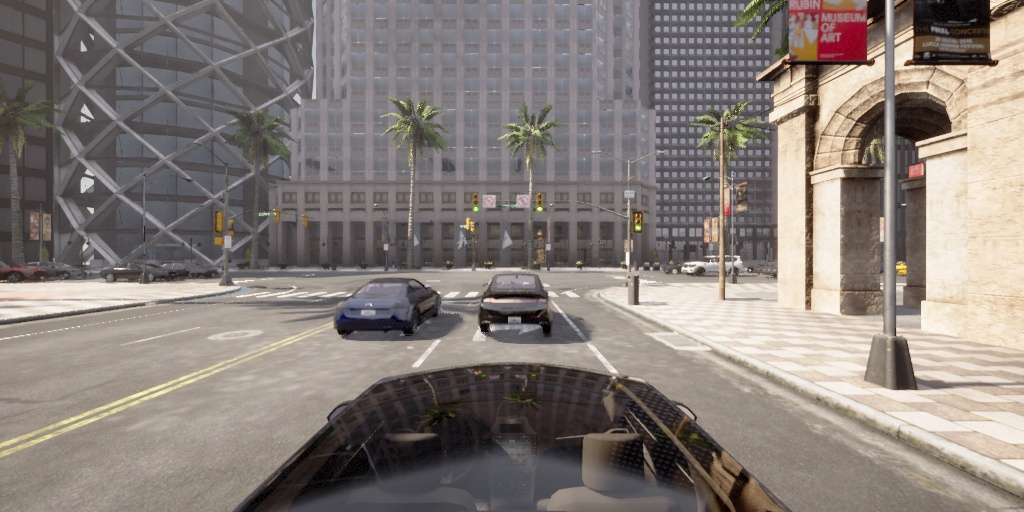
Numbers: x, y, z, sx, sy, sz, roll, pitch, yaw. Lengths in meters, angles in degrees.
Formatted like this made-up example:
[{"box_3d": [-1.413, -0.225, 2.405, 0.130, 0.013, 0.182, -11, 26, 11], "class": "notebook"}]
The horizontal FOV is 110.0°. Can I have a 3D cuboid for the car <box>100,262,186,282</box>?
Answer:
[{"box_3d": [-29.443, 1.261, 28.437, 4.892, 1.490, 1.837, 0, 0, -4], "class": "car"}]

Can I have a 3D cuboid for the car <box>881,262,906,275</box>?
[{"box_3d": [40.425, 1.236, 35.653, 5.008, 1.535, 1.882, 0, 0, 0], "class": "car"}]

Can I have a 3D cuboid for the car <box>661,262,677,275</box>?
[{"box_3d": [18.870, 1.264, 39.247, 4.892, 1.490, 1.837, 0, 0, 0], "class": "car"}]

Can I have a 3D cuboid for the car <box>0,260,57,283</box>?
[{"box_3d": [-38.380, 1.110, 26.910, 4.553, 1.767, 2.097, 0, 0, -21], "class": "car"}]

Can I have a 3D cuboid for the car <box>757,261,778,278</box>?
[{"box_3d": [25.492, 1.305, 32.024, 5.357, 1.411, 2.033, 0, 0, 0], "class": "car"}]

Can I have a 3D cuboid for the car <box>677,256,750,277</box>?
[{"box_3d": [19.990, 0.980, 35.743, 5.566, 2.045, 2.150, 0, 0, 0], "class": "car"}]

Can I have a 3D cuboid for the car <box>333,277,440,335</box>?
[{"box_3d": [-3.415, 1.316, 10.551, 1.994, 1.385, 4.181, 0, 0, 0], "class": "car"}]

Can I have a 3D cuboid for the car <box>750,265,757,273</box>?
[{"box_3d": [28.833, 1.323, 39.205, 4.181, 1.385, 1.994, 0, 0, 0], "class": "car"}]

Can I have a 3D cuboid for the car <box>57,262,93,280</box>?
[{"box_3d": [-39.045, 1.248, 30.318, 4.902, 1.511, 2.128, 0, 0, -19], "class": "car"}]

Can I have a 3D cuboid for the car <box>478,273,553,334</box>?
[{"box_3d": [0.135, 1.244, 10.611, 2.128, 1.511, 4.902, 0, 0, 2], "class": "car"}]

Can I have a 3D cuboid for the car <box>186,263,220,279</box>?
[{"box_3d": [-29.441, 1.305, 31.986, 5.357, 1.411, 2.033, 0, 0, -3], "class": "car"}]
